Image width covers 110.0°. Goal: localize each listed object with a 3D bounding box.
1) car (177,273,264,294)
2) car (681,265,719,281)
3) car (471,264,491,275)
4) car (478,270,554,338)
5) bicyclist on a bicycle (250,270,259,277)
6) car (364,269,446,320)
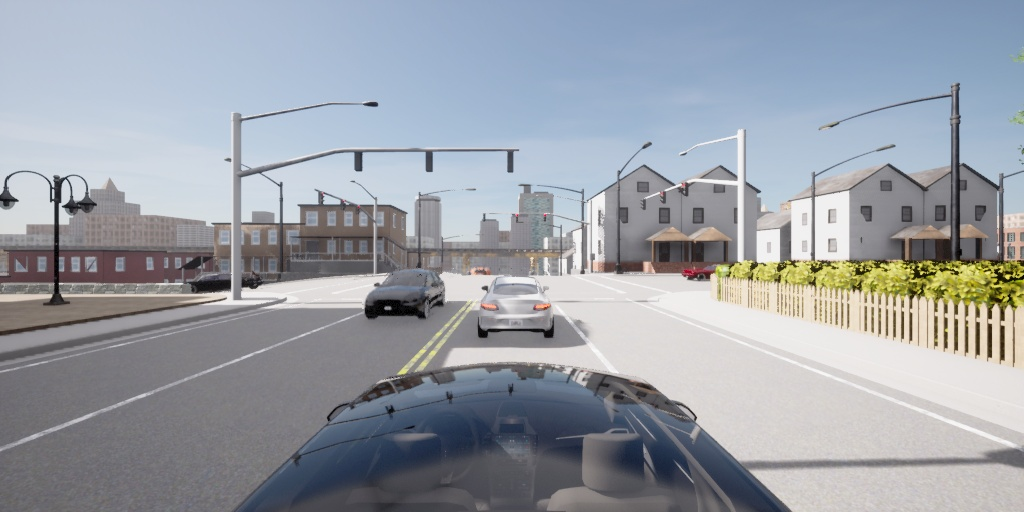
[{"bbox_3d":[-19.977,1.845,24.762,4.718,1.301,1.895,-4,0,-1],"label":"car"},{"bbox_3d":[16.312,1.351,28.875,4.718,1.301,1.895,0,0,-1],"label":"car"},{"bbox_3d":[-3.521,1.710,41.374,2.097,1.767,4.553,0,-8,0],"label":"car"},{"bbox_3d":[0.101,1.276,10.071,1.812,1.442,4.674,0,0,0],"label":"car"},{"bbox_3d":[-25.569,2.214,35.648,0.582,1.620,1.656,-8,0,0],"label":"bicyclist on a bicycle"},{"bbox_3d":[-3.576,1.255,12.765,1.837,1.490,4.892,0,0,0],"label":"car"}]
